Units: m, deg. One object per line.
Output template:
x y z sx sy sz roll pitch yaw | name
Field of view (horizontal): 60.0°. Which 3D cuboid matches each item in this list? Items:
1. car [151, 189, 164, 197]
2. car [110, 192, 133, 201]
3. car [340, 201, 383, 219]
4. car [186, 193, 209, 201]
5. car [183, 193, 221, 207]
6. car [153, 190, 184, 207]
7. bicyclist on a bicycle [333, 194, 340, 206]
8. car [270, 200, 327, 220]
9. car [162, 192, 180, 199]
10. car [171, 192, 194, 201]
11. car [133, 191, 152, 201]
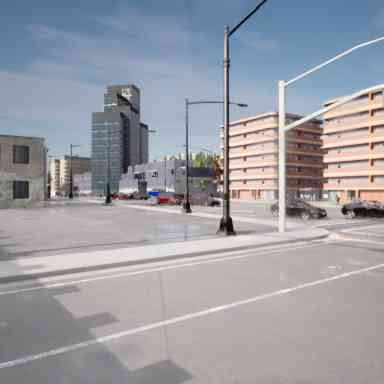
-7.497 0.334 69.631 2.150 2.045 5.566 0 1 -34 | car
-12.856 0.800 58.866 1.882 1.535 5.008 0 1 -34 | car
14.064 1.435 25.738 2.128 1.511 4.902 0 0 -37 | car
1.042 0.959 63.344 1.895 1.301 4.718 0 1 -34 | car
1.501 1.193 43.892 2.033 1.411 5.357 0 1 -34 | car
-2.884 0.951 44.117 2.097 1.767 4.553 0 1 -34 | car
20.042 1.094 45.989 1.656 1.620 0.582 0 1 -34 | bicyclist on a bicycle
8.639 1.414 27.252 1.837 1.490 4.892 0 1 -34 | car
-4.592 0.661 71.584 1.994 1.385 4.181 0 1 -34 | car
-1.842 0.862 61.459 1.837 1.490 4.892 0 1 -34 | car
-9.967 0.840 60.842 2.033 1.411 5.357 0 1 -34 | car
